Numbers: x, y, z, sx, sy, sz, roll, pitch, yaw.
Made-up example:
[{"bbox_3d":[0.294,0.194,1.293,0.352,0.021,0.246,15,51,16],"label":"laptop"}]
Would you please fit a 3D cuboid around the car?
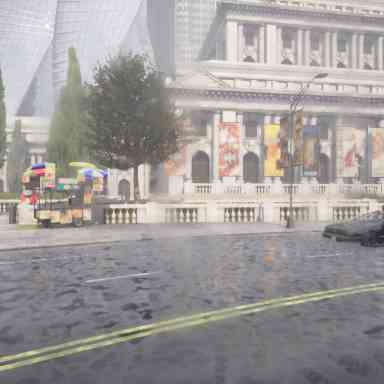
[{"bbox_3d":[8.503,1.547,14.557,5.357,1.411,2.033,0,0,-14],"label":"car"}]
